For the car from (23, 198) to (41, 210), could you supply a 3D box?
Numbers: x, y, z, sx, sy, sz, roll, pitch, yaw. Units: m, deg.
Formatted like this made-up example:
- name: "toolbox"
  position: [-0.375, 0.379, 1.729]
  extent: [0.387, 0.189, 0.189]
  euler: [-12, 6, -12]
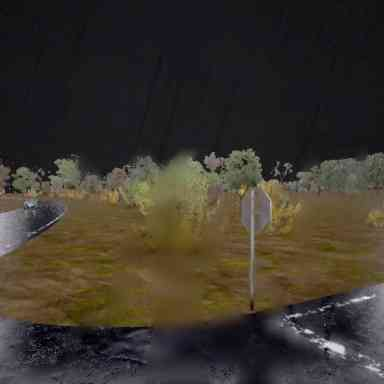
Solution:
- name: "car"
  position: [-22.379, 1.629, 46.691]
  extent: [2.128, 1.511, 4.902]
  euler: [0, 0, -19]
